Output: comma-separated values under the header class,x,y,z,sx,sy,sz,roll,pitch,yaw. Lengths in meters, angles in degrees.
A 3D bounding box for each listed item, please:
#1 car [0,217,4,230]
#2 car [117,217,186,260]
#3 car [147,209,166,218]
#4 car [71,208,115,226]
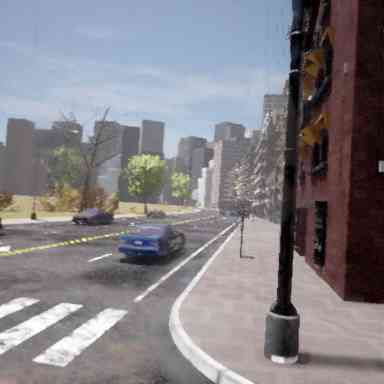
class,x,y,z,sx,sy,sz,roll,pitch,yaw
car,-11.510,1.475,15.805,2.033,1.411,5.357,4,-2,10
car,-1.630,2.128,15.241,2.033,1.411,5.357,3,-2,10
car,-5.238,3.245,49.313,1.994,1.385,4.181,3,-2,11
car,-8.848,2.226,30.336,2.033,1.411,5.357,3,-2,11
